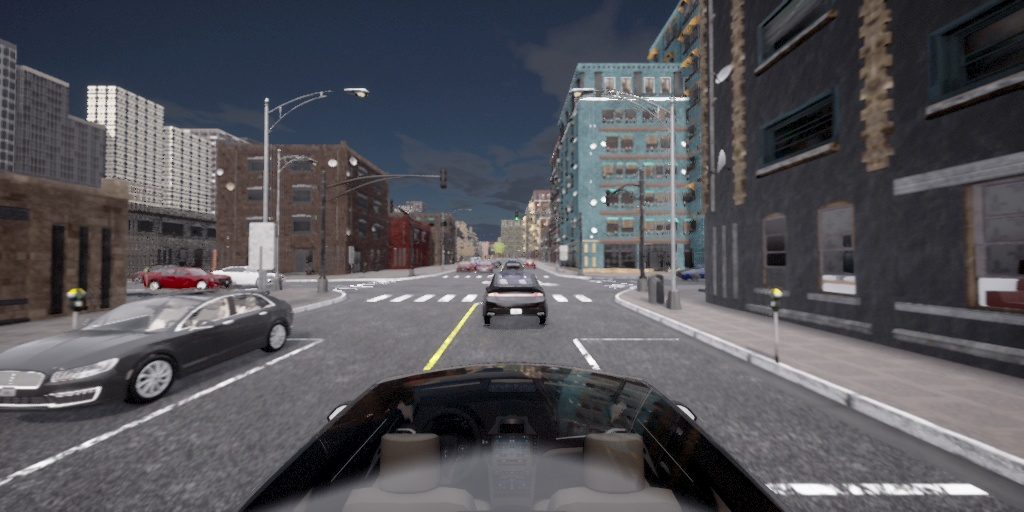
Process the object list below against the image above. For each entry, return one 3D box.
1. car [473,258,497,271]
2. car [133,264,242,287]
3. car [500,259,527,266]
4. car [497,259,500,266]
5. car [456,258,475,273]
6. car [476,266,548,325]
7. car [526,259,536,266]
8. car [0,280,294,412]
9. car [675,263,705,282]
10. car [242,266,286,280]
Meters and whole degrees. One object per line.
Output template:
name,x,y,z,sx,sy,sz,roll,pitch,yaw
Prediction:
car,-3.088,1.268,41.956,1.812,1.442,4.674,0,0,0
car,-19.293,1.360,21.473,4.507,1.381,1.888,0,0,1
car,0.102,1.249,32.655,1.837,1.490,4.892,0,0,0
car,-3.057,1.286,56.536,2.033,1.411,5.357,0,0,0
car,-5.764,1.286,44.181,1.888,1.381,4.507,0,0,0
car,0.016,1.240,11.809,2.128,1.511,4.902,0,0,-2
car,2.693,1.178,55.611,1.967,1.591,4.097,0,0,0
car,-5.690,1.300,6.225,2.007,1.370,4.403,0,0,0
car,15.102,1.186,27.087,5.357,1.411,2.033,0,-1,1
car,-17.827,1.379,24.192,4.674,1.442,1.812,0,-1,1
